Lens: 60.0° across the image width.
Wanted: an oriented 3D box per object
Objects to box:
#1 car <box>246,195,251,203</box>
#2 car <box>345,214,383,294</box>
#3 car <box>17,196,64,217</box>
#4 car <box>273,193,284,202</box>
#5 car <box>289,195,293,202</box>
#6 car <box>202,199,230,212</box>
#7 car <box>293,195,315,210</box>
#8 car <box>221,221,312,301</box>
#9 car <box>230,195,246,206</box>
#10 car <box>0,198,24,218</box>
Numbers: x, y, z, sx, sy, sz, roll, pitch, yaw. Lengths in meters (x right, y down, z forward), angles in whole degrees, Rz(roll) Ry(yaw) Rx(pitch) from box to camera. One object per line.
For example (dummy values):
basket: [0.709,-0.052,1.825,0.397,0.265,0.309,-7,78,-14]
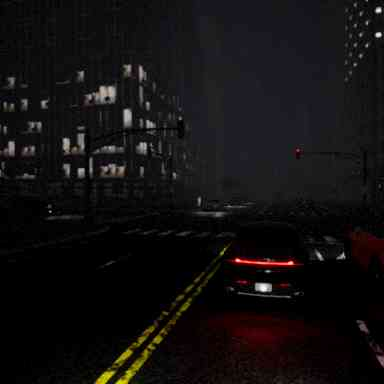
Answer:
car: [10.813,1.438,67.510,1.812,1.442,4.674,0,1,15]
car: [5.444,1.343,8.633,2.097,1.767,4.553,0,0,15]
car: [-13.699,1.184,29.427,4.553,1.767,2.097,1,1,16]
car: [18.261,1.119,70.241,2.150,2.045,5.566,0,0,15]
car: [22.993,1.429,75.423,2.033,1.411,5.357,0,0,15]
car: [2.586,1.484,37.895,1.812,1.442,4.674,0,0,19]
car: [14.069,1.441,41.267,2.128,1.511,4.902,0,0,15]
car: [1.927,1.496,8.436,1.837,1.490,4.892,0,0,15]
car: [7.109,1.461,53.839,1.812,1.442,4.674,0,0,15]
car: [-16.560,1.423,27.427,4.313,1.339,1.947,1,1,16]
